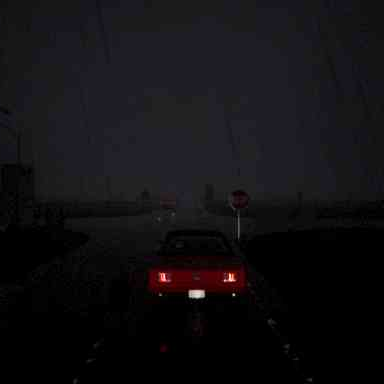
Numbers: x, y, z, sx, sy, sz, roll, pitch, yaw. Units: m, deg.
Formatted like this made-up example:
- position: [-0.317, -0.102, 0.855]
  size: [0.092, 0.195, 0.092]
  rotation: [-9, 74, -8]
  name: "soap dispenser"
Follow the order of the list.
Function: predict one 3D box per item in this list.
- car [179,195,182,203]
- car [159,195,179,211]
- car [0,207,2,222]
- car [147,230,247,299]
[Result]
- position: [-2.873, 1.392, 49.340]
  size: [1.882, 1.535, 5.008]
  rotation: [0, 0, 0]
  name: "car"
- position: [-2.849, 1.422, 39.291]
  size: [1.882, 1.535, 5.008]
  rotation: [0, 0, -1]
  name: "car"
- position: [-14.560, 1.294, 22.802]
  size: [4.553, 1.767, 2.097]
  rotation: [0, 0, 0]
  name: "car"
- position: [0.093, 1.596, 8.372]
  size: [1.895, 1.301, 4.718]
  rotation: [0, 0, 0]
  name: "car"
